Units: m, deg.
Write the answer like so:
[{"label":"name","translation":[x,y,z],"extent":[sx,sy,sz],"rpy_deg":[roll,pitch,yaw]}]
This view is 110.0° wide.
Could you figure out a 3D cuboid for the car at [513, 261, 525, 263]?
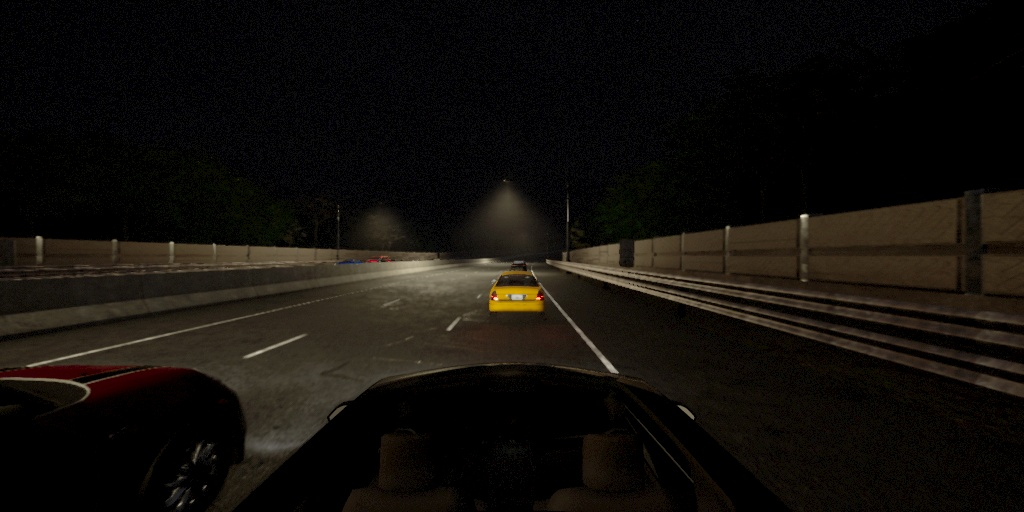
[{"label":"car","translation":[0.875,1.296,42.664],"extent":[2.128,1.511,4.902],"rpy_deg":[0,0,2]}]

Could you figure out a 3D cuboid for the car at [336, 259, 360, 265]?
[{"label":"car","translation":[-23.443,1.260,51.740],"extent":[1.882,1.535,5.008],"rpy_deg":[0,0,3]}]

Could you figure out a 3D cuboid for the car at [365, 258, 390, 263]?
[{"label":"car","translation":[-16.711,1.307,45.467],"extent":[1.812,1.442,4.674],"rpy_deg":[0,0,2]}]

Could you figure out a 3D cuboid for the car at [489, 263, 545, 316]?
[{"label":"car","translation":[0.181,1.206,13.244],"extent":[1.801,1.575,5.366],"rpy_deg":[0,0,1]}]

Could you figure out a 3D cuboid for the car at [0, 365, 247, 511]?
[{"label":"car","translation":[-3.390,1.103,1.266],"extent":[2.097,1.767,4.553],"rpy_deg":[0,0,0]}]

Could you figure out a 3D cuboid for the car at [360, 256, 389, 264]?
[{"label":"car","translation":[-19.890,1.013,53.191],"extent":[2.150,2.045,5.566],"rpy_deg":[0,0,3]}]
